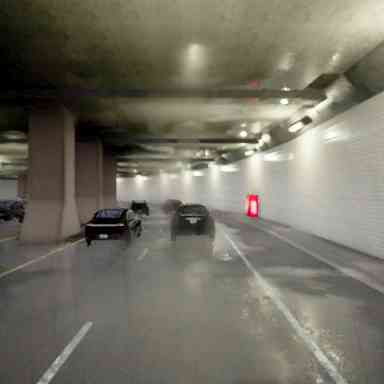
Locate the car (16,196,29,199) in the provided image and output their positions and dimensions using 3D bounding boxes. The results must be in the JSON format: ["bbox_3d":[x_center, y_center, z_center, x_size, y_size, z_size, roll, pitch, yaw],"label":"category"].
[{"bbox_3d":[-32.465,1.448,64.563,4.674,1.442,1.812,0,0,39],"label":"car"}]

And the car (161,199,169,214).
[{"bbox_3d":[-2.104,1.480,35.032,1.882,1.535,5.008,0,0,-12],"label":"car"}]

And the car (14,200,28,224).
[{"bbox_3d":[-11.242,1.527,24.841,1.812,1.442,4.674,0,0,-7],"label":"car"}]

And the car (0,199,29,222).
[{"bbox_3d":[-14.959,1.548,26.867,2.033,1.411,5.357,0,0,-8],"label":"car"}]

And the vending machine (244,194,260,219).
[{"bbox_3d":[5.087,1.197,28.313,1.100,2.100,0.880,0,0,-7],"label":"vending machine"}]

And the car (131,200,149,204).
[{"bbox_3d":[-5.320,1.493,33.357,2.128,1.511,4.902,0,0,-11],"label":"car"}]

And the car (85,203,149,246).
[{"bbox_3d":[-3.450,1.492,15.250,2.128,1.511,4.902,0,0,-1],"label":"car"}]

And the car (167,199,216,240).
[{"bbox_3d":[0.000,1.353,17.195,2.097,1.767,4.553,0,0,-1],"label":"car"}]
